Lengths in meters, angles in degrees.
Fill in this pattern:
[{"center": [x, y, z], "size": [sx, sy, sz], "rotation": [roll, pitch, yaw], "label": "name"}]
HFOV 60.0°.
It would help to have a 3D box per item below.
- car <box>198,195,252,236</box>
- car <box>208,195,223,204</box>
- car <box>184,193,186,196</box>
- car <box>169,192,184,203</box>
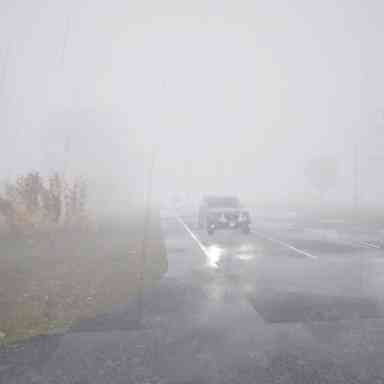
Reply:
[{"center": [1.629, 1.179, 18.570], "size": [2.150, 2.045, 5.566], "rotation": [0, 0, -6], "label": "car"}, {"center": [4.192, 1.300, 59.989], "size": [1.994, 1.385, 4.181], "rotation": [0, 0, -6], "label": "car"}, {"center": [-3.429, 0.967, 91.189], "size": [2.097, 1.767, 4.553], "rotation": [0, 0, 1], "label": "car"}, {"center": [-3.074, 1.110, 60.681], "size": [2.097, 1.767, 4.553], "rotation": [0, 0, -5], "label": "car"}]
